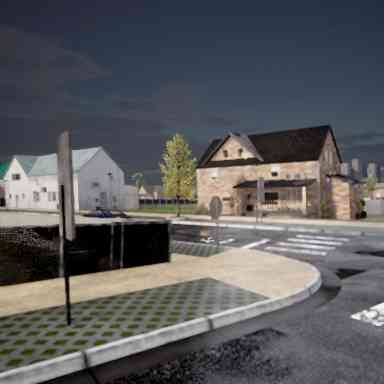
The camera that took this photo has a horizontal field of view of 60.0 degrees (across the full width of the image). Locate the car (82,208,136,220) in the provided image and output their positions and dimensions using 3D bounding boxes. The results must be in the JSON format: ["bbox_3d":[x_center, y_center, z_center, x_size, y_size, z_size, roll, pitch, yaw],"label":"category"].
[{"bbox_3d":[-5.415,1.788,21.421,4.181,1.385,1.994,-1,2,38],"label":"car"}]
